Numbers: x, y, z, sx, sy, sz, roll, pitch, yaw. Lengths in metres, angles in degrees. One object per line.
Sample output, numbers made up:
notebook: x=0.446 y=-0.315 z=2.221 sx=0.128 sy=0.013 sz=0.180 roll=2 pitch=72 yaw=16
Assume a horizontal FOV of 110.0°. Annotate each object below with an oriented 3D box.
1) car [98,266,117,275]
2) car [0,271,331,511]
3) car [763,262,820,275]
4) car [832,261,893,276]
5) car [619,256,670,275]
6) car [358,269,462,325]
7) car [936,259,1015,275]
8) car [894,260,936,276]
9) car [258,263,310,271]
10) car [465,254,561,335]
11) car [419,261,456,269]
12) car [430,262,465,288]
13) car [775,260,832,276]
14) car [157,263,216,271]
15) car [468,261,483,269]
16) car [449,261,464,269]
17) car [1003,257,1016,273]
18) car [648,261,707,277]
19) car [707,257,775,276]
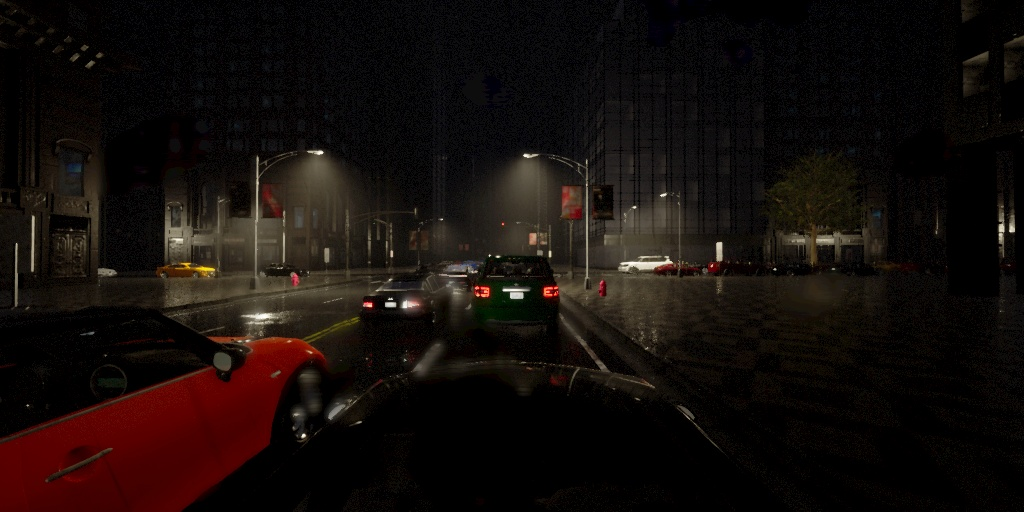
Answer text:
car: x=-42.078 y=1.542 z=35.490 sx=4.674 sy=1.442 sz=1.812 roll=0 pitch=-1 yaw=0
car: x=-3.147 y=1.102 z=2.326 sx=2.097 sy=1.767 sz=4.553 roll=0 pitch=0 yaw=0
car: x=30.591 y=1.367 z=39.340 sx=4.718 sy=1.301 sz=1.895 roll=0 pitch=-1 yaw=-1
car: x=32.276 y=1.259 z=33.595 sx=4.313 sy=1.339 sz=1.948 roll=0 pitch=0 yaw=-1
car: x=14.570 y=1.037 z=39.125 sx=5.566 sy=2.045 sz=2.150 roll=0 pitch=-1 yaw=-1
car: x=-3.122 y=1.307 z=11.737 sx=2.033 sy=1.411 sz=5.357 roll=0 pitch=0 yaw=0
car: x=43.552 y=1.213 z=33.754 sx=4.507 sy=1.381 sz=1.888 roll=0 pitch=0 yaw=-1
car: x=42.563 y=1.178 z=36.370 sx=5.008 sy=1.535 sz=1.882 roll=0 pitch=-1 yaw=0
car: x=-22.563 y=1.432 z=35.440 sx=4.892 sy=1.490 sz=1.837 roll=0 pitch=-1 yaw=0
car: x=0.113 y=0.979 z=10.654 sx=2.150 sy=2.045 sz=5.566 roll=0 pitch=0 yaw=0
car: x=-6.289 y=1.322 z=28.141 sx=1.837 sy=1.490 sz=4.892 roll=-2 pitch=-1 yaw=10
car: x=-3.126 y=1.280 z=21.474 sx=2.128 sy=1.511 sz=4.902 roll=0 pitch=0 yaw=0
car: x=26.638 y=1.275 z=33.515 sx=4.313 sy=1.339 sz=1.948 roll=0 pitch=0 yaw=-1
car: x=-32.079 y=1.448 z=35.465 sx=5.008 sy=1.535 sz=1.882 roll=0 pitch=-1 yaw=0
car: x=-6.466 y=1.599 z=64.055 sx=2.033 sy=1.411 sz=5.357 roll=0 pitch=0 yaw=1
car: x=-9.725 y=1.571 z=63.200 sx=1.812 sy=1.442 sz=4.674 roll=0 pitch=0 yaw=1
car: x=49.191 y=0.972 z=33.832 sx=5.009 sy=1.841 sz=2.192 roll=0 pitch=0 yaw=-1
car: x=15.362 y=1.327 z=33.357 sx=4.207 sy=1.307 sz=1.802 roll=0 pitch=0 yaw=-1
car: x=21.001 y=1.040 z=33.436 sx=5.009 sy=1.841 sz=2.192 roll=0 pitch=0 yaw=-1
